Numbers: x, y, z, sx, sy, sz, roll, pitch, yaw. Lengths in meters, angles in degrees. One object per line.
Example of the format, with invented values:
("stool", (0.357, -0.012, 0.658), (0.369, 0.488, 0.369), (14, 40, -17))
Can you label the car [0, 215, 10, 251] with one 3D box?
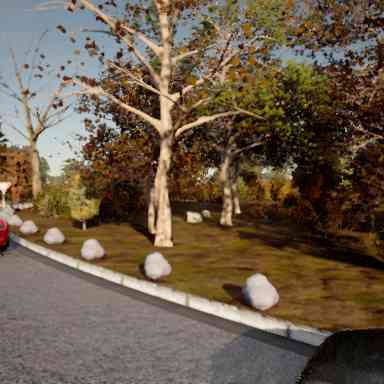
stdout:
("car", (-8.049, 1.064, 11.690), (2.097, 1.767, 4.553), (0, 1, -42))

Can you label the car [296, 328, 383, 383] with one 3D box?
("car", (2.685, 1.591, 1.875), (4.181, 1.385, 1.994), (2, 1, 36))
